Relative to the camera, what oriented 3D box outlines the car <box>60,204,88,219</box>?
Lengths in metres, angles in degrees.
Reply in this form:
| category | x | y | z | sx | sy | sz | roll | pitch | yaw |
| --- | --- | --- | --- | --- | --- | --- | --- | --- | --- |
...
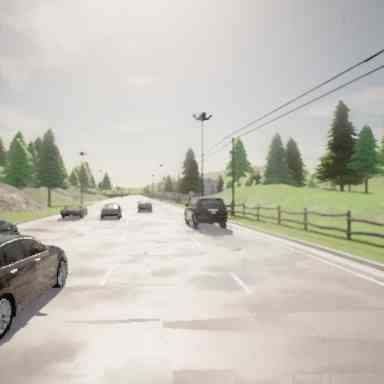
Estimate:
| category | x | y | z | sx | sy | sz | roll | pitch | yaw |
| --- | --- | --- | --- | --- | --- | --- | --- | --- | --- |
| car | -11.360 | 1.862 | 32.384 | 1.895 | 1.301 | 4.718 | 0 | 0 | -10 |

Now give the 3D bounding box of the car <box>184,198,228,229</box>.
| category | x | y | z | sx | sy | sz | roll | pitch | yaw |
| --- | --- | --- | --- | --- | --- | --- | --- | --- | --- |
| car | 0.855 | 1.400 | 23.167 | 2.150 | 2.045 | 5.566 | 0 | -1 | -10 |

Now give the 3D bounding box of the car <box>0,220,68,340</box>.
| category | x | y | z | sx | sy | sz | roll | pitch | yaw |
| --- | --- | --- | --- | --- | --- | --- | --- | --- | --- |
| car | -3.930 | 1.561 | 6.495 | 1.837 | 1.490 | 4.892 | 0 | 0 | -4 |

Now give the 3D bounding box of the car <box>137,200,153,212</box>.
| category | x | y | z | sx | sy | sz | roll | pitch | yaw |
| --- | --- | --- | --- | --- | --- | --- | --- | --- | --- |
| car | -6.153 | 1.837 | 43.592 | 2.128 | 1.511 | 4.902 | 0 | 0 | -10 |

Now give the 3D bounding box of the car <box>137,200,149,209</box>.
| category | x | y | z | sx | sy | sz | roll | pitch | yaw |
| --- | --- | --- | --- | --- | --- | --- | --- | --- | --- |
| car | -8.234 | 2.043 | 55.914 | 1.895 | 1.301 | 4.718 | 0 | 0 | -10 |

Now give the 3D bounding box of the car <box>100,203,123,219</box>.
| category | x | y | z | sx | sy | sz | roll | pitch | yaw |
| --- | --- | --- | --- | --- | --- | --- | --- | --- | --- |
| car | -7.785 | 1.805 | 32.252 | 2.033 | 1.411 | 5.357 | 0 | 0 | -10 |
